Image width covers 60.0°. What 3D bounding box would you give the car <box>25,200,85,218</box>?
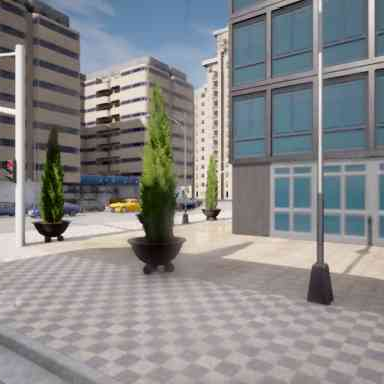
[{"bbox_3d":[-12.488,1.578,30.236,1.812,1.442,4.674,0,0,35],"label":"car"}]

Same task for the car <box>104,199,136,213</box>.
[{"bbox_3d":[-7.163,1.529,37.783,1.882,1.535,5.008,0,0,35],"label":"car"}]

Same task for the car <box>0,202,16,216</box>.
[{"bbox_3d":[-17.144,1.599,29.756,2.033,1.411,5.357,0,0,35],"label":"car"}]

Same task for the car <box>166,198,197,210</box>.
[{"bbox_3d":[-1.383,1.577,45.911,1.812,1.442,4.674,0,0,35],"label":"car"}]

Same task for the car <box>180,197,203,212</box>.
[{"bbox_3d":[-1.063,1.405,40.003,2.097,1.767,4.553,0,0,35],"label":"car"}]

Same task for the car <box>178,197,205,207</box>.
[{"bbox_3d":[-0.023,1.577,53.833,1.812,1.442,4.674,0,0,36],"label":"car"}]

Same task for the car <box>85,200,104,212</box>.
[{"bbox_3d":[-11.806,1.615,37.283,1.994,1.385,4.181,0,0,35],"label":"car"}]
